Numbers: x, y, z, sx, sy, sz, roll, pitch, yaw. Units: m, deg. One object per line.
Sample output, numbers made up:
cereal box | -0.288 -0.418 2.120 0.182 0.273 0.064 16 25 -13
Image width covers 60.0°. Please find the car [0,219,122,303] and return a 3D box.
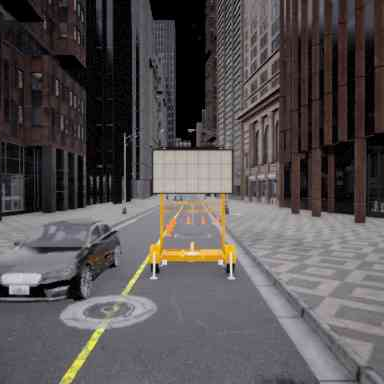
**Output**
car | -3.082 1.486 8.394 2.128 1.511 4.902 0 0 0

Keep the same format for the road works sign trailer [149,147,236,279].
road works sign trailer | 0.019 0.457 9.962 2.380 3.560 2.880 0 0 0

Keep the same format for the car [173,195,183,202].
car | -2.861 1.286 69.340 2.128 1.511 4.902 0 0 0
